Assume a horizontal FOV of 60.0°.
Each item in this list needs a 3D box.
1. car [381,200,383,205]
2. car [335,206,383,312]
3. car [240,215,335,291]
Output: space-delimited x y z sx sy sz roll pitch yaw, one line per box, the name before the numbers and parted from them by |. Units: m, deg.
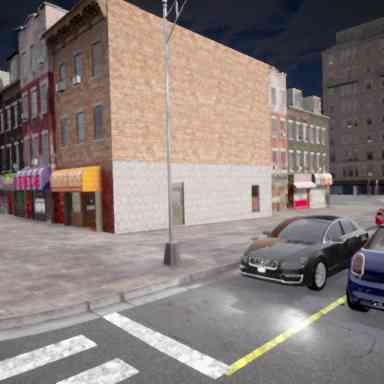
car | 11.308 0.993 17.065 5.566 2.045 2.150 -1 1 -45
car | 4.867 1.275 6.616 4.553 1.767 2.097 -1 1 -45
car | 3.238 1.426 9.016 1.837 1.490 4.892 0 1 45
